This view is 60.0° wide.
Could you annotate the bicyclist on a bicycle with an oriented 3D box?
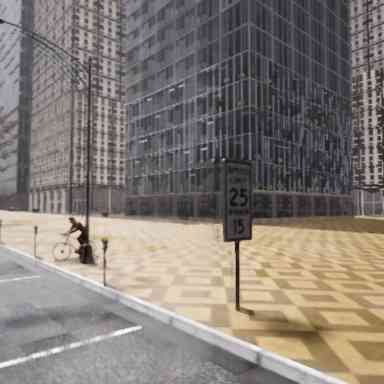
[{"bbox_3d":[-4.361,1.724,12.437,1.656,1.620,0.582,2,-3,-42],"label":"bicyclist on a bicycle"}]
